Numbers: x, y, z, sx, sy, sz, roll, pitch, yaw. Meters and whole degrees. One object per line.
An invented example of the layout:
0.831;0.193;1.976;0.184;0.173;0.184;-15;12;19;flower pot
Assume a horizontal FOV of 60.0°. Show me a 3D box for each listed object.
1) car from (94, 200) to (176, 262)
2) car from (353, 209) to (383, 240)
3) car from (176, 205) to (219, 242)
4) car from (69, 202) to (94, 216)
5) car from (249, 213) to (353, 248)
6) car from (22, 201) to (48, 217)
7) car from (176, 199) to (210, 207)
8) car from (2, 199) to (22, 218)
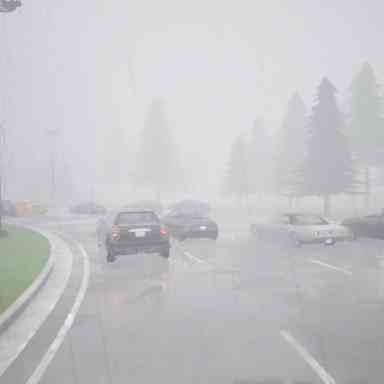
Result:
-2.389;1.375;12.653;2.097;1.767;4.553;-1;0;-20;car
8.399;1.442;13.932;2.128;1.511;4.902;0;0;-16;car
-0.380;1.575;16.663;1.994;1.385;4.181;0;0;-25;car
-10.503;1.654;33.552;4.181;1.385;1.994;0;0;35;car
4.418;1.579;14.713;1.895;1.301;4.718;0;0;-20;car
-16.624;1.609;33.255;5.008;1.535;1.882;-1;0;29;car
-0.367;1.499;34.635;5.008;1.535;1.882;0;-1;44;car
-17.920;1.491;29.971;4.553;1.767;2.097;0;0;29;car
